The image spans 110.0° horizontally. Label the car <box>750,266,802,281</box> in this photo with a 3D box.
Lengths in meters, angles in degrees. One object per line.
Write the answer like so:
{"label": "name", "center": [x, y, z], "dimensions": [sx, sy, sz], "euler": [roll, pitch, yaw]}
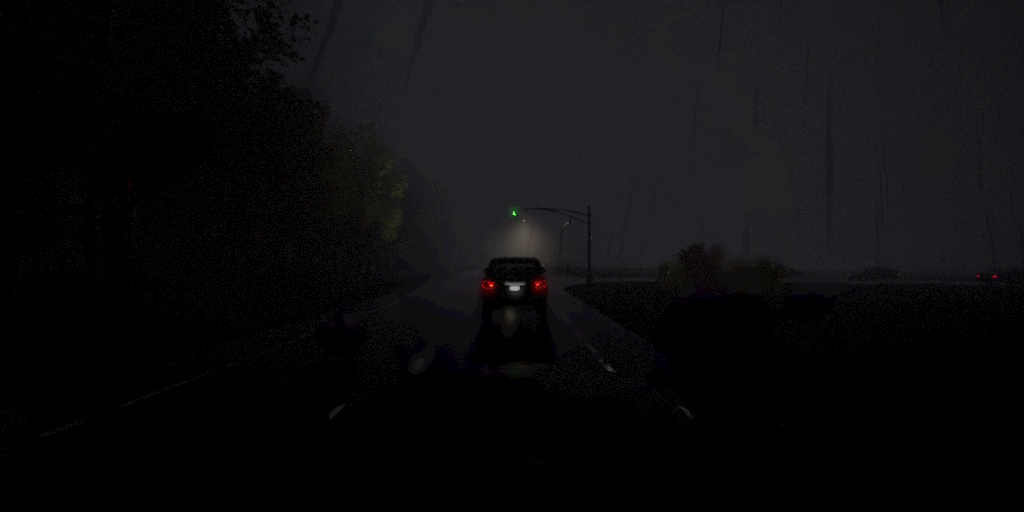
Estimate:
{"label": "car", "center": [28.178, 1.834, 38.444], "dimensions": [5.008, 1.535, 1.882], "euler": [1, -1, 0]}

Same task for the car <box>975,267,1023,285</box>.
{"label": "car", "center": [48.489, 2.040, 34.769], "dimensions": [5.357, 1.411, 2.033], "euler": [1, -1, 0]}

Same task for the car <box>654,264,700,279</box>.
{"label": "car", "center": [17.725, 1.596, 38.521], "dimensions": [4.553, 1.767, 2.097], "euler": [1, -1, 1]}

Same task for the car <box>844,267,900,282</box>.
{"label": "car", "center": [38.476, 1.958, 38.398], "dimensions": [4.902, 1.511, 2.128], "euler": [1, -1, 0]}

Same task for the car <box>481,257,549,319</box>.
{"label": "car", "center": [0.093, 1.053, 13.256], "dimensions": [2.150, 2.045, 5.566], "euler": [0, 0, 0]}
